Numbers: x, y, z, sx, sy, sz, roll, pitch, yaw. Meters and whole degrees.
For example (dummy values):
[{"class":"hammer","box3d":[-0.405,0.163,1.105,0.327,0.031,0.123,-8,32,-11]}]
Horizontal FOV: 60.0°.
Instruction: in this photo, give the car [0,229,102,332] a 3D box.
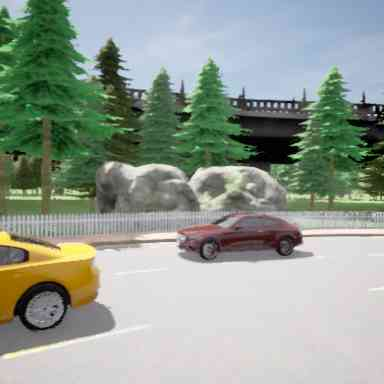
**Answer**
[{"class":"car","box3d":[-3.984,1.375,5.151,5.008,1.535,1.882,1,0,-33]}]

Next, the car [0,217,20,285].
[{"class":"car","box3d":[-6.347,1.410,7.464,4.181,1.385,1.994,1,0,-35]}]

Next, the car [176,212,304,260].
[{"class":"car","box3d":[1.752,1.470,11.884,4.674,1.442,1.812,1,0,-19]}]
